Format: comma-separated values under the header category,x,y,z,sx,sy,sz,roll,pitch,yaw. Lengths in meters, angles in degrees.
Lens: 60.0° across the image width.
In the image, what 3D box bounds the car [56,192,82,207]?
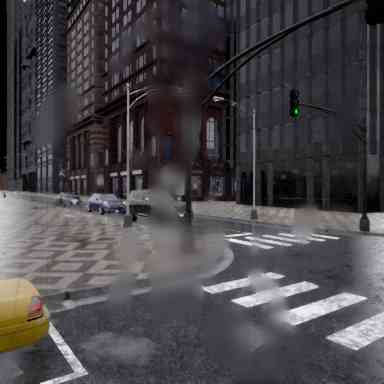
category,x,y,z,sx,sy,sz,roll,pitch,yaw
car,-13.742,0.810,36.961,2.128,1.511,4.902,0,1,-35

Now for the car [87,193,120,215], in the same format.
category,x,y,z,sx,sy,sz,roll,pitch,yaw
car,-7.110,0.873,27.700,2.097,1.767,4.553,0,1,-35

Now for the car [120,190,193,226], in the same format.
category,x,y,z,sx,sy,sz,roll,pitch,yaw
car,-2.192,0.899,20.836,2.150,2.045,5.566,0,1,-36

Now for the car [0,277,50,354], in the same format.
category,x,y,z,sx,sy,sz,roll,pitch,yaw
car,-4.223,1.525,3.643,4.829,1.417,1.752,0,0,-35
